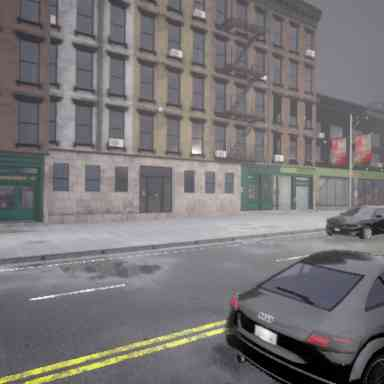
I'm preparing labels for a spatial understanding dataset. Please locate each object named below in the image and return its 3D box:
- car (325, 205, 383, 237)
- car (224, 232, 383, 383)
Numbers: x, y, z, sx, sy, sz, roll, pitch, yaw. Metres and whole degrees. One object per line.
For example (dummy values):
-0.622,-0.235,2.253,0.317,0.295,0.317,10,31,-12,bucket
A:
8.805,1.439,16.701,5.008,1.535,1.882,-1,0,-32,car
2.516,1.567,4.796,4.181,1.385,1.994,0,0,-32,car
